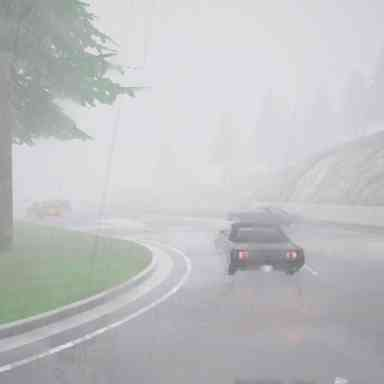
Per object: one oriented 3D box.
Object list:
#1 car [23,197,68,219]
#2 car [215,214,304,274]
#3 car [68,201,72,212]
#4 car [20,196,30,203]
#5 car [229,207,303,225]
[{"bbox_3d":[-13.215,1.477,29.761,1.882,1.535,5.008,0,0,-41],"label":"car"},{"bbox_3d":[1.846,1.601,10.471,1.895,1.301,4.718,0,0,0],"label":"car"},{"bbox_3d":[-15.396,1.504,38.609,1.837,1.490,4.892,0,0,-34],"label":"car"},{"bbox_3d":[-33.615,1.553,67.564,1.994,1.385,4.181,0,0,-32],"label":"car"},{"bbox_3d":[4.449,1.600,21.093,1.895,1.301,4.718,0,0,-39],"label":"car"}]
